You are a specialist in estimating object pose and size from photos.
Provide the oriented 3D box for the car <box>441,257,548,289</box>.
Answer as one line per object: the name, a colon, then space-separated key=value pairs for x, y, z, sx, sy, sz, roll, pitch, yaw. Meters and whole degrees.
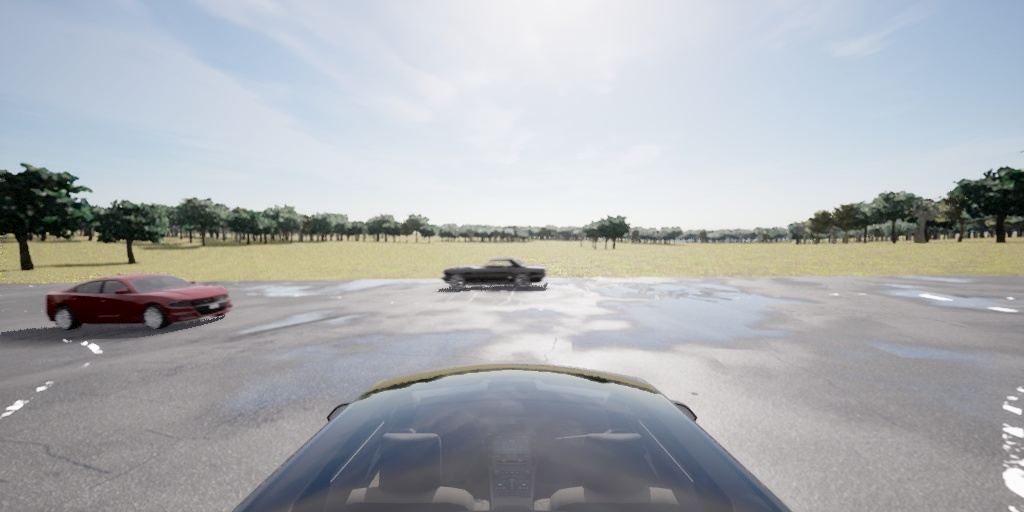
car: x=-0.753 y=0.734 z=16.326 sx=4.718 sy=1.301 sz=1.895 roll=-1 pitch=3 yaw=9

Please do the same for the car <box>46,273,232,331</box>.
car: x=-11.199 y=1.276 z=10.870 sx=5.008 sy=1.535 sz=1.882 roll=-2 pitch=3 yaw=9
